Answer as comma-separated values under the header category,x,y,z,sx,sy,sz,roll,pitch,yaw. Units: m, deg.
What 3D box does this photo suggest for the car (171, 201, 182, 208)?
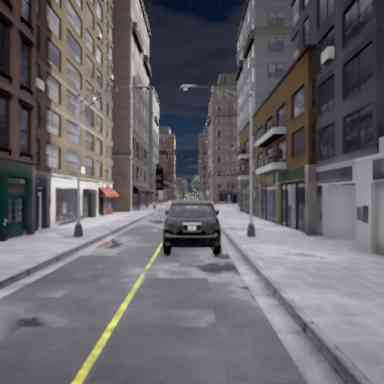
category,x,y,z,sx,sy,sz,roll,pitch,yaw
car,-2.752,2.217,59.628,1.895,1.301,4.718,0,-1,0

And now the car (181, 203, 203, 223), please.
category,x,y,z,sx,sy,sz,roll,pitch,yaw
car,0.004,1.793,29.308,1.837,1.490,4.892,0,0,0

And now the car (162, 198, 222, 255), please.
category,x,y,z,sx,sy,sz,roll,pitch,yaw
car,0.001,1.350,14.016,2.150,2.045,5.566,0,0,0
